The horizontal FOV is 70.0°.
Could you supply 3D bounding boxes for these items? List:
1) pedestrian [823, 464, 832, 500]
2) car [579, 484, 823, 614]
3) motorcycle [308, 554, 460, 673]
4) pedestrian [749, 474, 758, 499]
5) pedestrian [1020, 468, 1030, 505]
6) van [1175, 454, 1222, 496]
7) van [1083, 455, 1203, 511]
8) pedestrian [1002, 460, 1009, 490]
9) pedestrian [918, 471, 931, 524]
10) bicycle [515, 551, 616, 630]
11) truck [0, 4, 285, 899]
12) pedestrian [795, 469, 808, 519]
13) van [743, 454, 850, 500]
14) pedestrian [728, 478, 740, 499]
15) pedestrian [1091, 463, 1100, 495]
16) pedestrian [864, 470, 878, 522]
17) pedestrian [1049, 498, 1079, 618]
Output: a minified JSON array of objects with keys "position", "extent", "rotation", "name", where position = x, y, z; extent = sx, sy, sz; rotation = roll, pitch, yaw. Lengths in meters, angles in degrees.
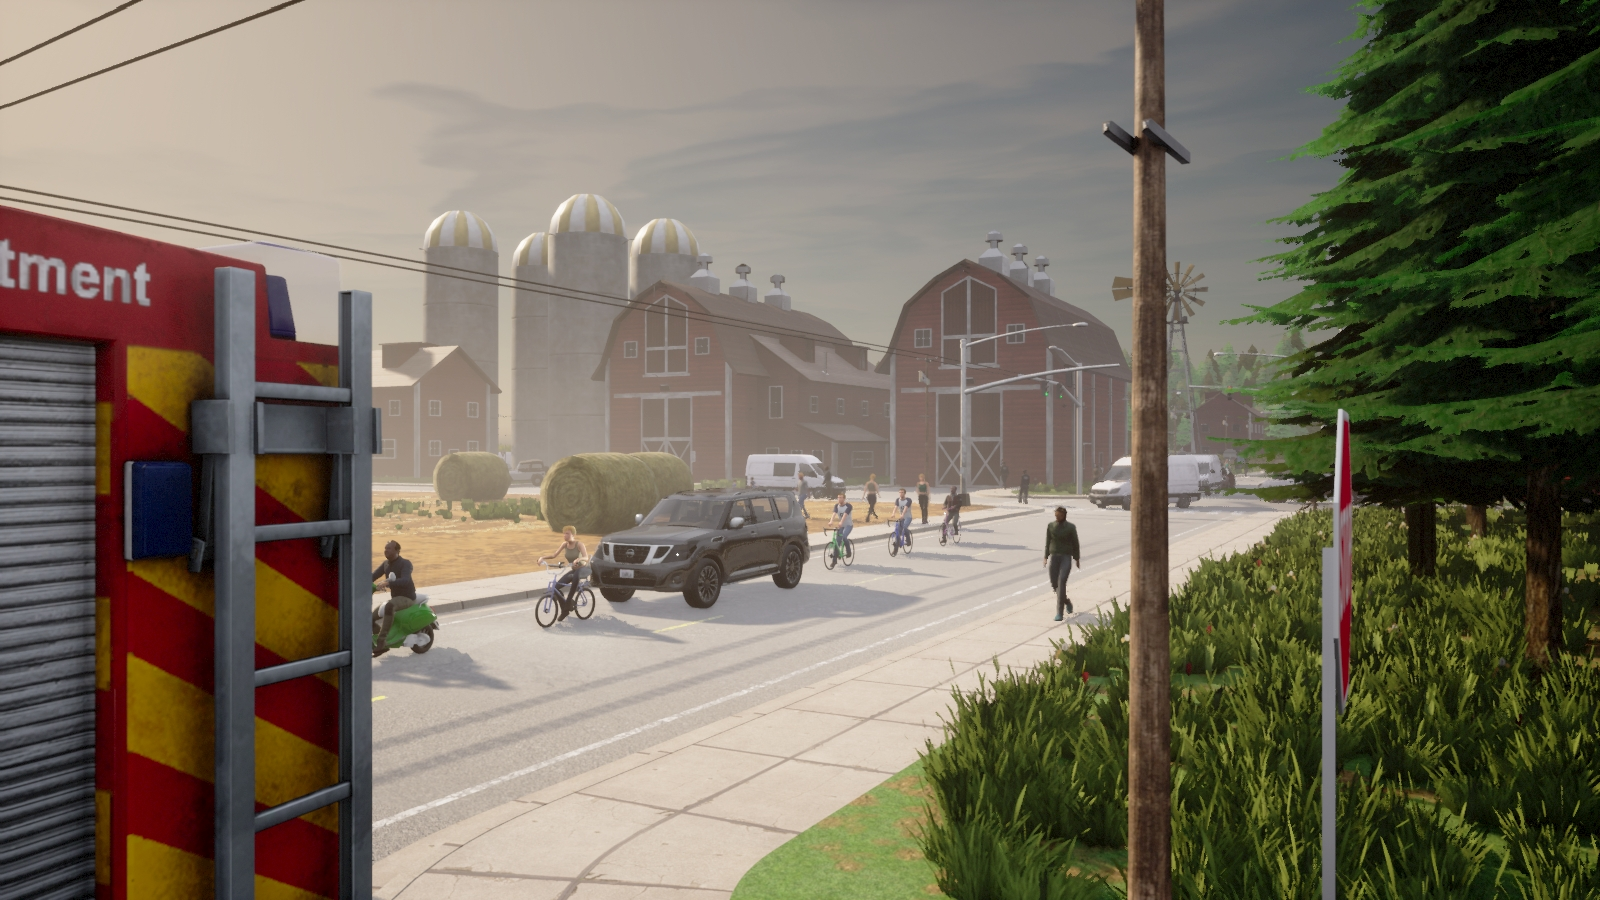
[{"position":[1.451,1.669,59.372],"extent":[0.375,1.860,0.375],"rotation":[0,0,16],"name":"pedestrian"},{"position":[-1.733,1.779,22.472],"extent":[2.150,2.045,5.566],"rotation":[0,0,27],"name":"car"},{"position":[-5.549,2.142,15.359],"extent":[0.856,1.316,1.805],"rotation":[0,0,28],"name":"motorcycle"},{"position":[-2.483,1.951,61.093],"extent":[0.375,1.300,0.375],"rotation":[0,0,33],"name":"pedestrian"},{"position":[11.267,1.823,57.284],"extent":[0.375,1.860,0.375],"rotation":[0,0,-14],"name":"pedestrian"},{"position":[25.715,1.534,73.539],"extent":[1.988,2.561,5.915],"rotation":[0,0,28],"name":"van"},{"position":[16.545,1.519,55.039],"extent":[5.915,2.561,1.988],"rotation":[0,0,-29],"name":"van"},{"position":[12.901,1.550,71.834],"extent":[0.375,1.860,0.375],"rotation":[0,0,-1],"name":"pedestrian"},{"position":[4.436,1.695,40.809],"extent":[0.375,1.860,0.375],"rotation":[0,0,22],"name":"pedestrian"},{"position":[-3.808,2.256,18.627],"extent":[0.859,1.080,1.487],"rotation":[0,0,28],"name":"bicycle"},{"position":[-6.053,0.867,3.681],"extent":[8.468,3.827,2.891],"rotation":[0,0,21],"name":"truck"},{"position":[0.054,1.676,43.559],"extent":[0.375,1.860,0.375],"rotation":[0,0,-37],"name":"pedestrian"},{"position":[-0.220,1.504,65.696],"extent":[5.915,2.561,1.988],"rotation":[0,0,27],"name":"van"},{"position":[-3.502,2.049,60.678],"extent":[0.500,1.100,0.500],"rotation":[0,0,24],"name":"pedestrian"},{"position":[17.272,1.682,66.771],"extent":[0.375,1.860,0.375],"rotation":[0,0,43],"name":"pedestrian"},{"position":[2.598,1.685,41.932],"extent":[0.375,1.860,0.375],"rotation":[0,0,31],"name":"pedestrian"},{"position":[4.175,1.696,18.064],"extent":[0.375,1.860,0.375],"rotation":[0,0,31],"name":"pedestrian"}]
